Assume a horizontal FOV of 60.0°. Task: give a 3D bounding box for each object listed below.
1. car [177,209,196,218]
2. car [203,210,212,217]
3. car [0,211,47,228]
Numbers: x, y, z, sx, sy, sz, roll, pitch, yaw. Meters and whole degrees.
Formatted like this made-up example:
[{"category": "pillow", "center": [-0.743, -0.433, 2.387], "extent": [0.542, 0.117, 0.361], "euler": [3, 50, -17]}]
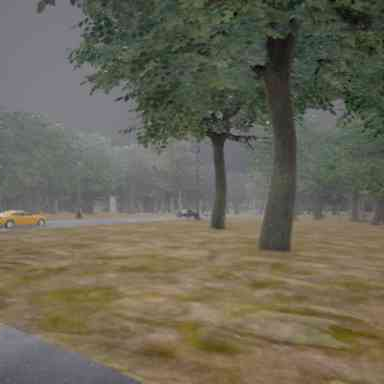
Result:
[{"category": "car", "center": [-0.874, 3.748, 57.333], "extent": [1.812, 1.442, 4.674], "euler": [-1, -3, 31]}, {"category": "car", "center": [4.042, 4.289, 65.915], "extent": [2.033, 1.411, 5.357], "euler": [-1, -4, 30]}, {"category": "car", "center": [-16.102, 2.490, 31.120], "extent": [1.882, 1.535, 5.008], "euler": [-1, -2, 30]}]
